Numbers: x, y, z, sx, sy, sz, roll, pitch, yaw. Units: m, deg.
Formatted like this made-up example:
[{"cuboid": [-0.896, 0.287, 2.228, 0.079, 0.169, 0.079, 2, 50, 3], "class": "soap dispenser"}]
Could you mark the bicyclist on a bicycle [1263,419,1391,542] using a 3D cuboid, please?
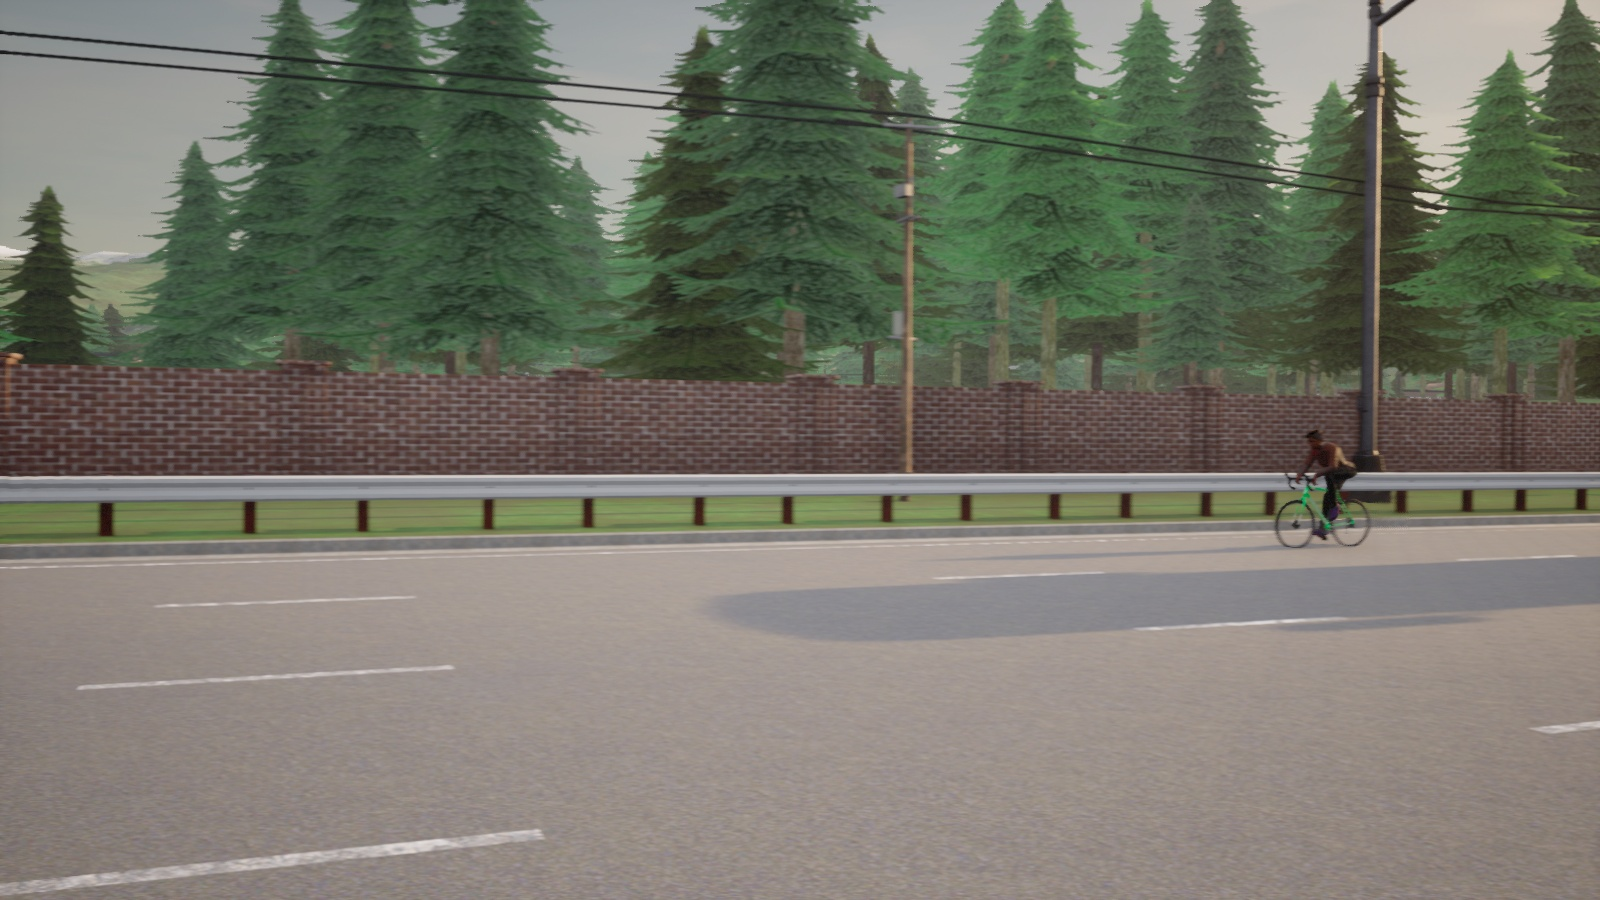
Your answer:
[{"cuboid": [7.221, 0.393, 17.210, 1.656, 1.620, 0.582, -1, 1, -21], "class": "bicyclist on a bicycle"}]
